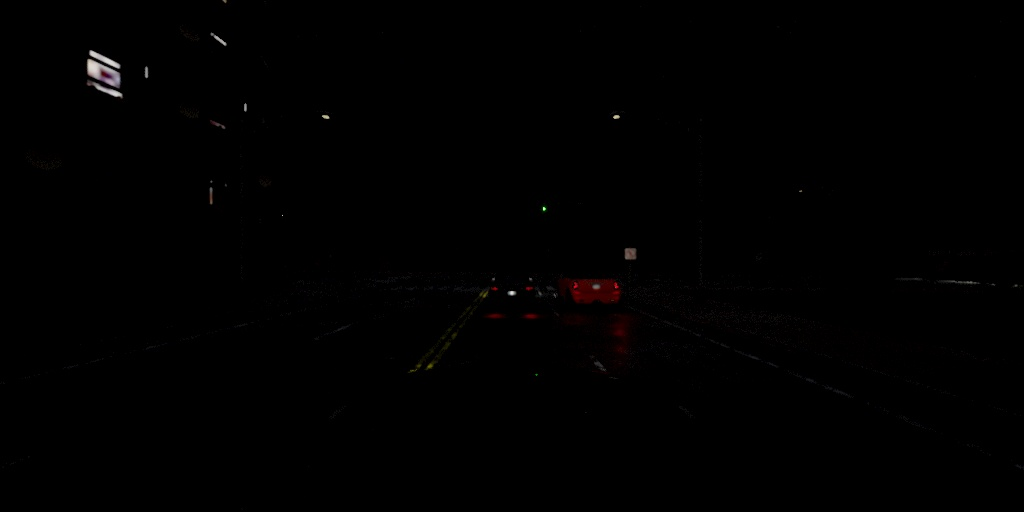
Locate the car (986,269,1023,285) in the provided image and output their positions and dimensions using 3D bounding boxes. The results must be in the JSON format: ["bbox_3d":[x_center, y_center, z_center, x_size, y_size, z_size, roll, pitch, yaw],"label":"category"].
[{"bbox_3d":[50.392,2.039,35.191,4.674,1.442,1.812,1,0,2],"label":"car"}]

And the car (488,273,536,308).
[{"bbox_3d":[0.002,1.449,16.131,1.994,1.385,4.181,0,0,0],"label":"car"}]

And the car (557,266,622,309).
[{"bbox_3d":[3.250,1.233,15.925,2.097,1.767,4.553,0,-1,0],"label":"car"}]

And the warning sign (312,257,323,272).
[{"bbox_3d":[-23.476,0.982,43.145,1.060,1.860,1.300,0,0,1],"label":"warning sign"}]

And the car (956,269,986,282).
[{"bbox_3d":[50.591,2.079,38.436,4.181,1.385,1.994,1,0,2],"label":"car"}]
